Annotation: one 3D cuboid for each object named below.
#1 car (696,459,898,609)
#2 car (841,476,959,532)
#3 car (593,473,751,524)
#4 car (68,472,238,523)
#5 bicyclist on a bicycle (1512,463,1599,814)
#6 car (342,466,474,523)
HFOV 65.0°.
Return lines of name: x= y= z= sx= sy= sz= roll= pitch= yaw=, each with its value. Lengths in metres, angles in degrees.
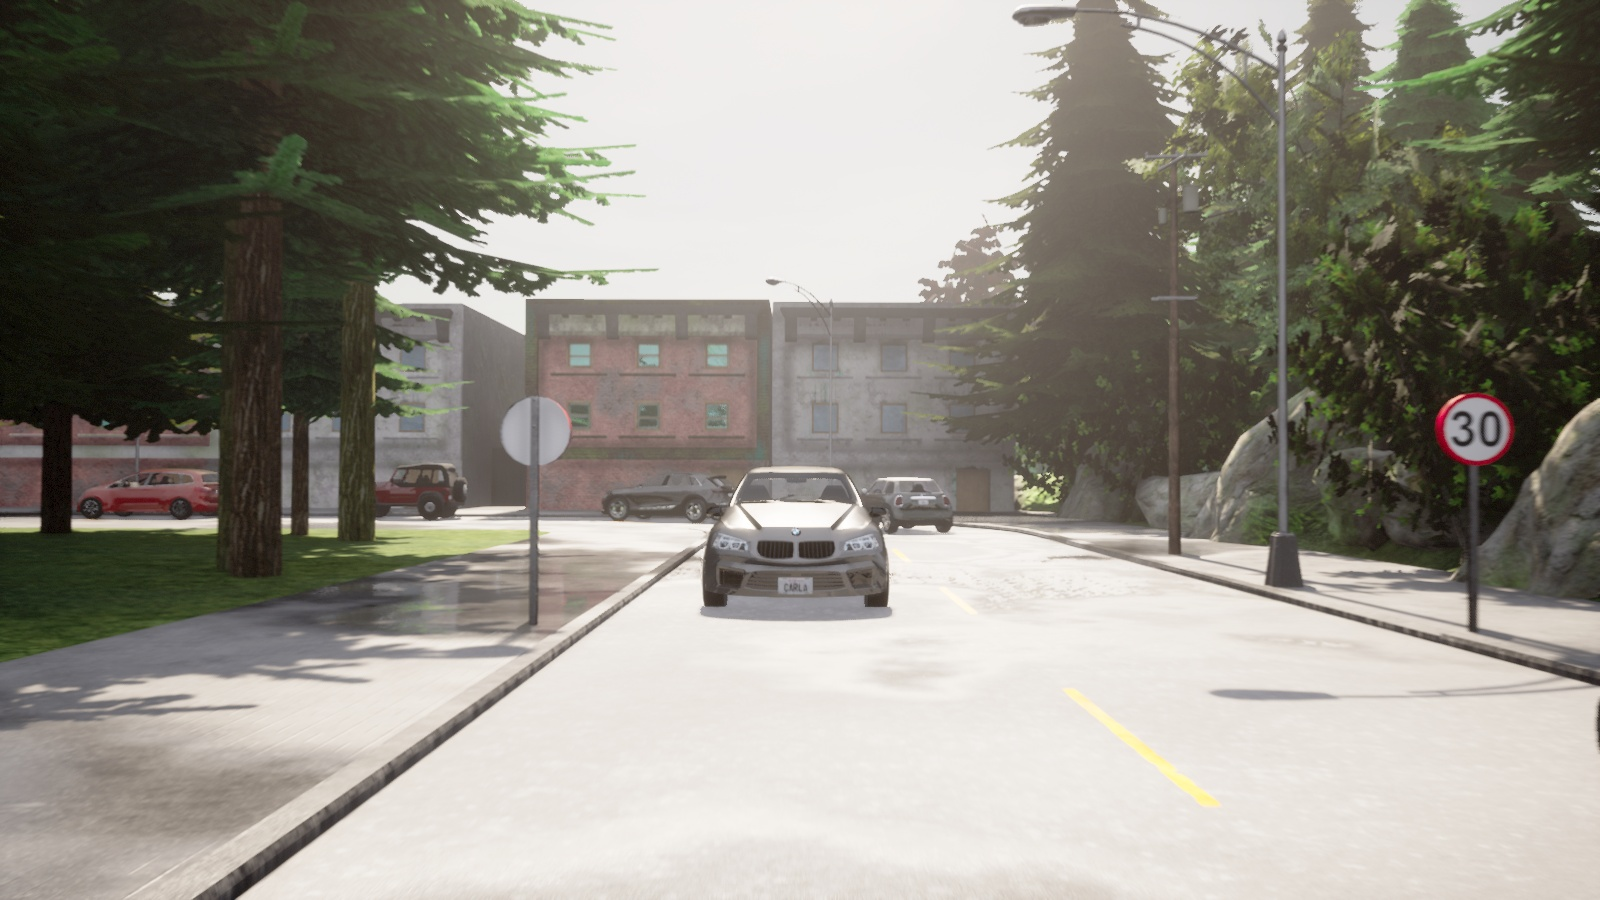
car: x=-0.040 y=0.983 z=16.317 sx=2.242 sy=1.667 sz=4.611 roll=0 pitch=-1 yaw=0
car: x=2.728 y=1.463 z=35.157 sx=1.970 sy=1.475 sz=3.806 roll=0 pitch=-1 yaw=-18
car: x=-4.277 y=1.587 z=41.895 sx=4.856 sy=1.649 sz=2.033 roll=-1 pitch=-1 yaw=24
car: x=-21.869 y=1.584 z=42.584 sx=4.611 sy=1.667 sz=2.242 roll=0 pitch=-1 yaw=0
bicyclist on a bicycle: x=3.985 y=0.867 z=5.665 sx=0.582 sy=1.620 sz=1.656 roll=0 pitch=-1 yaw=0
car: x=-13.235 y=1.501 z=42.562 sx=3.866 sy=1.878 sz=1.905 roll=0 pitch=-1 yaw=0
